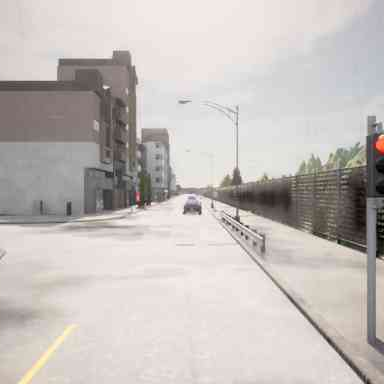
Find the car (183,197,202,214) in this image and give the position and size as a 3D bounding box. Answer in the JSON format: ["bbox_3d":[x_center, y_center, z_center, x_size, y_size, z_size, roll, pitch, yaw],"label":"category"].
[{"bbox_3d":[0.030,1.525,35.309,1.812,1.442,4.674,0,0,1],"label":"car"}]

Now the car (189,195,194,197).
[{"bbox_3d":[-0.115,1.524,77.482,1.812,1.442,4.674,0,0,0],"label":"car"}]
